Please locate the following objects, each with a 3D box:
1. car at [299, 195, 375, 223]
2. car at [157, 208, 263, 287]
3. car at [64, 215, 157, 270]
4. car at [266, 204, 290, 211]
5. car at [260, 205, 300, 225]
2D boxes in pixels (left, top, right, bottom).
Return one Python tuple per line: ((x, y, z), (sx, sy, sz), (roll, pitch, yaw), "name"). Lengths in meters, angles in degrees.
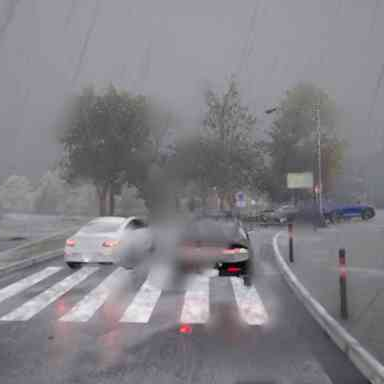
((11.435, 1.303, 25.710), (5.566, 2.045, 2.150), (-1, -3, -23), "car")
((0.661, 1.413, 9.181), (2.128, 1.511, 4.902), (-1, 0, 6), "car")
((-2.397, 1.471, 10.759), (1.812, 1.442, 4.674), (-1, 0, 7), "car")
((19.007, 3.431, 73.230), (4.718, 1.301, 1.895), (-3, -5, 37), "car")
((7.807, 1.839, 27.201), (4.902, 1.511, 2.128), (-1, -4, -30), "car")
